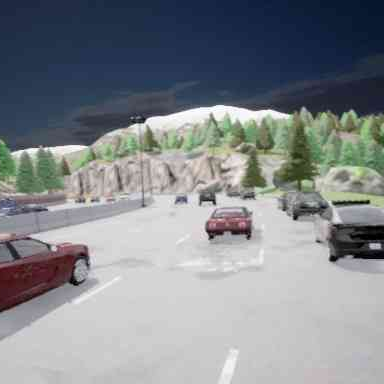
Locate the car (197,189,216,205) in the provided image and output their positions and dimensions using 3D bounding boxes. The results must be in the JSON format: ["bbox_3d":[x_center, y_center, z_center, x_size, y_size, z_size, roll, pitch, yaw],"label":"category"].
[{"bbox_3d":[1.956,0.597,44.077,2.150,2.045,5.566,-2,1,0],"label":"car"}]

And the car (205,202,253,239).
[{"bbox_3d":[1.866,1.321,15.524,1.895,1.301,4.718,-3,1,12],"label":"car"}]

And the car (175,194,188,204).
[{"bbox_3d":[-1.654,0.989,51.584,1.812,1.442,4.674,-2,1,-2],"label":"car"}]

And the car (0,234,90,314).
[{"bbox_3d":[-4.048,1.593,6.844,1.882,1.535,5.008,-2,1,15],"label":"car"}]

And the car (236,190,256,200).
[{"bbox_3d":[8.607,0.459,51.981,1.837,1.490,4.892,-3,1,-2],"label":"car"}]

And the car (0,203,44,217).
[{"bbox_3d":[-14.406,1.942,26.086,2.033,1.411,5.357,-3,1,10],"label":"car"}]

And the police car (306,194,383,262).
[{"bbox_3d":[5.047,1.048,10.585,1.930,1.638,5.238,-3,1,14],"label":"police car"}]

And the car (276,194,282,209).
[{"bbox_3d":[8.299,0.761,27.989,1.837,1.490,4.892,-3,1,8],"label":"car"}]

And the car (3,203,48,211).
[{"bbox_3d":[-16.825,2.020,34.054,1.895,1.301,4.718,-3,1,6],"label":"car"}]

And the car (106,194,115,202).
[{"bbox_3d":[-18.296,1.350,75.319,2.097,1.767,4.553,-3,1,-10],"label":"car"}]

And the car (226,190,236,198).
[{"bbox_3d":[7.989,0.312,64.845,2.128,1.511,4.902,-3,1,-6],"label":"car"}]

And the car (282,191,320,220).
[{"bbox_3d":[7.280,0.736,21.351,2.097,1.767,4.553,-3,1,10],"label":"car"}]

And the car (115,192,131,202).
[{"bbox_3d":[-13.350,1.078,66.064,2.150,2.045,5.566,-3,1,-6],"label":"car"}]

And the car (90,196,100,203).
[{"bbox_3d":[-21.779,1.663,74.935,2.033,1.411,5.357,-3,1,-10],"label":"car"}]

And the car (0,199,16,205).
[{"bbox_3d":[-20.335,1.810,34.286,2.150,2.045,5.566,-3,1,7],"label":"car"}]

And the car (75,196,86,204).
[{"bbox_3d":[-25.622,1.695,76.379,2.097,1.767,4.553,-3,1,-12],"label":"car"}]
